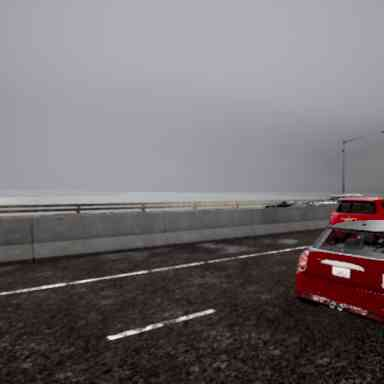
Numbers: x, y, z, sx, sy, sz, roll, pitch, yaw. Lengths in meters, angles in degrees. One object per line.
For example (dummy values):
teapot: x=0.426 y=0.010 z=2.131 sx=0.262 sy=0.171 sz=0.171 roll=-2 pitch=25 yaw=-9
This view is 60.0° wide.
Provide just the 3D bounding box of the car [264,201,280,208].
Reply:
car: x=10.177 y=1.611 z=36.834 sx=4.718 sy=1.301 sz=1.895 roll=0 pitch=0 yaw=-35

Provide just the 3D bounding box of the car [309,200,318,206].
car: x=13.704 y=1.231 z=30.761 sx=5.566 sy=2.045 sz=2.150 roll=0 pitch=0 yaw=-35

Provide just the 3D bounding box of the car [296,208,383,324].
car: x=4.218 y=1.355 z=6.754 sx=4.553 sy=1.767 sz=2.097 roll=0 pitch=0 yaw=-35

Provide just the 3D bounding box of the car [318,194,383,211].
car: x=7.893 y=1.228 z=13.624 sx=5.566 sy=2.045 sz=2.150 roll=0 pitch=0 yaw=-35

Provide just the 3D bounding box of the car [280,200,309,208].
car: x=11.767 y=1.558 z=33.679 sx=5.357 sy=1.411 sz=2.033 roll=0 pitch=0 yaw=-35
